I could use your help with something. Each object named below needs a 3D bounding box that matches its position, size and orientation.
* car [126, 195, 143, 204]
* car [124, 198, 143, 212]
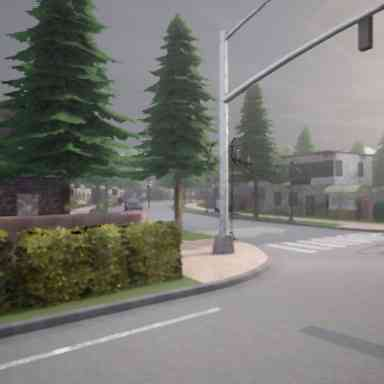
[{"bbox_3d":[-9.626,1.291,56.362,2.033,1.411,5.357,0,0,-1],"label":"car"},{"bbox_3d":[-7.272,1.495,40.908,2.097,1.767,4.553,0,0,-14],"label":"car"}]
